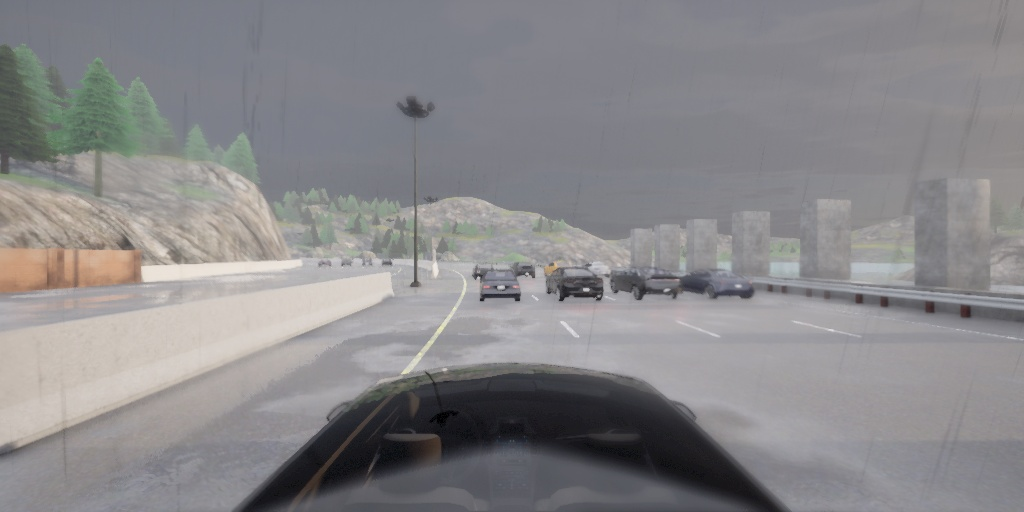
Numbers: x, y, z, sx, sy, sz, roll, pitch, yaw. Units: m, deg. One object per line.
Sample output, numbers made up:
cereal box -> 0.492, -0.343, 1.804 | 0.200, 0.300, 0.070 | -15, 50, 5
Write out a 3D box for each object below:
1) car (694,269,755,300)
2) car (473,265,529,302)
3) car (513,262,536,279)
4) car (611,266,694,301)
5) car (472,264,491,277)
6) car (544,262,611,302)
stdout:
car -> 9.820, 1.320, 17.795 | 1.994, 1.385, 4.181 | 0, 0, -5
car -> -0.644, 1.310, 16.920 | 2.033, 1.411, 5.357 | 0, 0, -5
car -> 0.881, 1.264, 32.814 | 1.837, 1.490, 4.892 | 0, 0, -10
car -> 6.332, 1.242, 17.504 | 2.128, 1.511, 4.902 | 0, 0, -5
car -> -2.575, 1.364, 32.263 | 1.895, 1.301, 4.718 | 0, 0, -10
car -> 2.844, 1.232, 17.212 | 1.882, 1.535, 5.008 | 0, 0, -5
